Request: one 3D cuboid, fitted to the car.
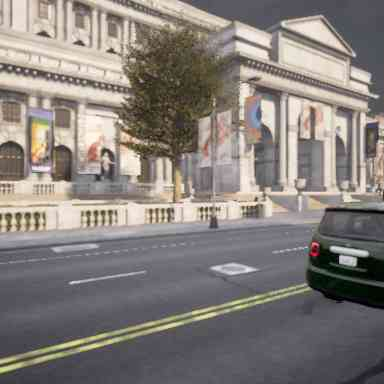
[{"bbox_3d":[4.766,1.220,6.994,5.566,2.045,2.150,0,0,-35],"label":"car"}]
